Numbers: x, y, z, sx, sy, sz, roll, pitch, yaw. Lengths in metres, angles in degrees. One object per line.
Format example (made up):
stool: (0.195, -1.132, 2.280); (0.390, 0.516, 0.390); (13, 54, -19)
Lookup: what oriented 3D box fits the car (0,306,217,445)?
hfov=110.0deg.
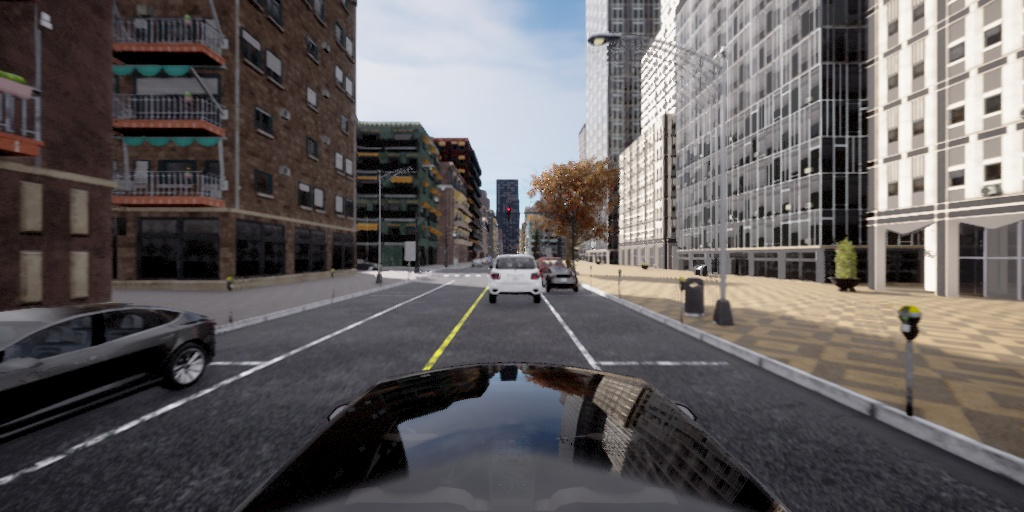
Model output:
car: (-5.690, 1.309, 4.123); (1.948, 1.339, 4.313); (0, 0, 0)

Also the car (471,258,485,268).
car: (-5.698, 1.185, 58.602); (2.007, 1.370, 4.403); (0, 0, 0)

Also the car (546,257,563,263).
car: (2.688, 1.008, 26.215); (2.192, 1.841, 5.009); (0, 0, 0)

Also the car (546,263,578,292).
car: (2.689, 1.272, 20.692); (1.948, 1.339, 4.313); (0, 0, 0)

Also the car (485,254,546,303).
car: (0.104, 0.937, 16.524); (2.150, 2.045, 5.566); (0, 0, -1)

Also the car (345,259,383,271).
car: (-16.441, 1.006, 39.184); (4.403, 1.370, 2.007); (0, 0, -1)
